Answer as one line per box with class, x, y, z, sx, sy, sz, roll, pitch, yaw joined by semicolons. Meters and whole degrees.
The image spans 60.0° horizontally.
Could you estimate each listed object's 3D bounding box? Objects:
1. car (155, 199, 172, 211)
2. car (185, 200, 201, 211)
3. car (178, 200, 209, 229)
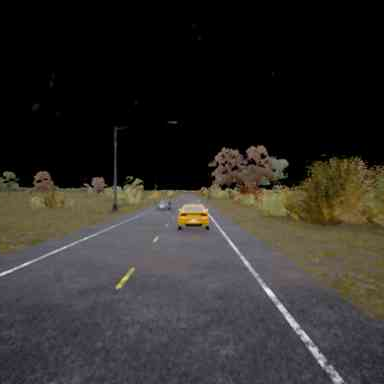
car;-3.568;1.604;42.072;2.128;1.511;4.902;0;0;0
car;0.106;1.716;42.957;1.895;1.301;4.718;0;0;0
car;0.103;1.540;22.059;1.882;1.535;5.008;0;0;0
